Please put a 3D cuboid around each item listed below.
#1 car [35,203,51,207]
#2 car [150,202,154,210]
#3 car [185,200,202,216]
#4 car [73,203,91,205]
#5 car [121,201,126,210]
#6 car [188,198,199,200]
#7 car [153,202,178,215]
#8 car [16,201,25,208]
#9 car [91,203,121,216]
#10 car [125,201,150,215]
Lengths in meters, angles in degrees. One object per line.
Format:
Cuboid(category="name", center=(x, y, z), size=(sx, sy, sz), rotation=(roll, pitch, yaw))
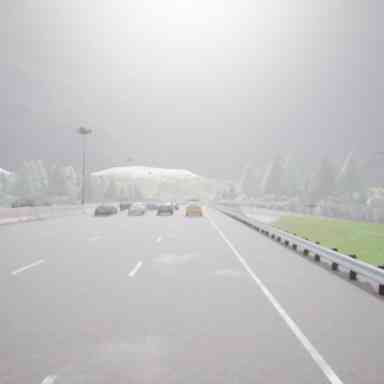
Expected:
Cuboid(category="car", center=(-27.827, 2.420, 61.937), size=(1.837, 1.490, 4.892), rotation=(0, -1, 0))
Cuboid(category="car", center=(-6.747, 2.327, 54.472), size=(1.994, 1.385, 4.181), rotation=(0, -1, 0))
Cuboid(category="car", center=(0.205, 2.023, 40.142), size=(1.882, 1.535, 5.008), rotation=(0, -1, 0))
Cuboid(category="car", center=(-20.816, 2.339, 64.554), size=(2.097, 1.767, 4.553), rotation=(0, -2, 0))
Cuboid(category="car", center=(-10.253, 2.212, 52.796), size=(1.882, 1.535, 5.008), rotation=(0, -1, 0))
Cuboid(category="car", center=(0.244, 1.947, 52.285), size=(2.150, 2.045, 5.566), rotation=(0, -1, 0))
Cuboid(category="car", center=(-3.287, 2.068, 42.405), size=(2.128, 1.511, 4.902), rotation=(0, -1, 0))
Cuboid(category="car", center=(-31.323, 2.143, 61.904), size=(2.150, 2.045, 5.566), rotation=(0, -1, 0))
Cuboid(category="car", center=(-10.295, 2.110, 40.155), size=(1.994, 1.385, 4.181), rotation=(0, -1, 0))
Cuboid(category="car", center=(-6.801, 2.098, 42.117), size=(1.812, 1.442, 4.674), rotation=(0, -1, 0))
